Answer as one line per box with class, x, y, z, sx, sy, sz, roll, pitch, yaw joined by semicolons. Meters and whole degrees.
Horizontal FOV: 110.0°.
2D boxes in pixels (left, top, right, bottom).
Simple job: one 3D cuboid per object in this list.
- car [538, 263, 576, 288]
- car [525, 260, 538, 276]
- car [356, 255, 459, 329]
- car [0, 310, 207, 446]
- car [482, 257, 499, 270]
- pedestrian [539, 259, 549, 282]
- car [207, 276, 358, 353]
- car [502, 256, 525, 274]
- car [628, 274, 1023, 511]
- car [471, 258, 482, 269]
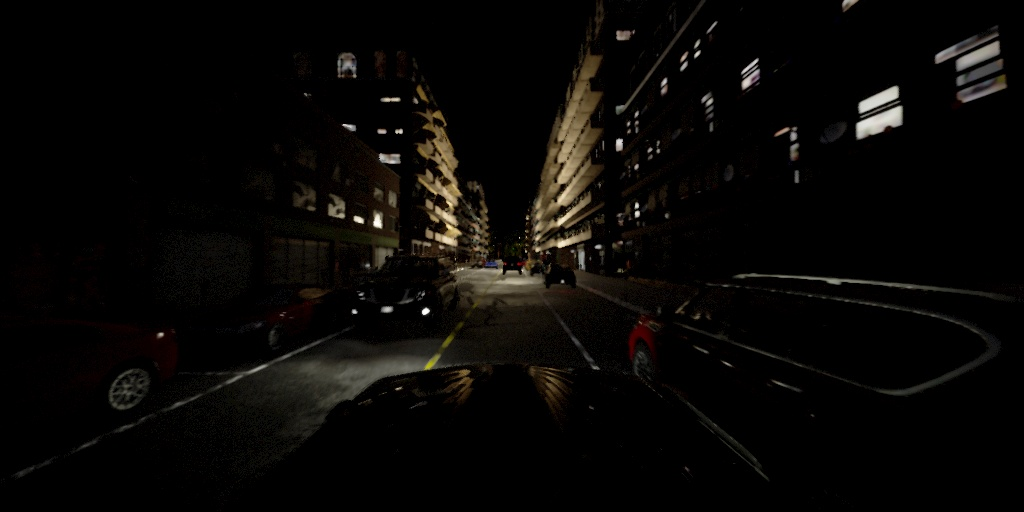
car;3.007;1.269;23.706;1.837;1.490;4.892;0;0;0
car;2.702;1.322;36.654;2.007;1.370;4.403;0;0;0
car;-3.098;0.978;11.668;2.150;2.045;5.566;0;0;0
car;-5.690;1.296;3.270;1.888;1.381;4.507;0;0;0
car;-3.029;1.309;53.491;1.812;1.442;4.674;0;0;1
pedestrian;2.434;1.059;26.615;0.375;1.860;0.375;1;-1;-5
car;-5.688;1.337;8.840;1.802;1.307;4.207;0;0;0
car;0.043;1.000;40.786;2.150;2.045;5.566;0;0;1
car;2.691;1.066;3.226;2.192;1.841;5.009;0;0;0
car;-5.670;1.353;58.981;1.948;1.339;4.313;0;0;0
